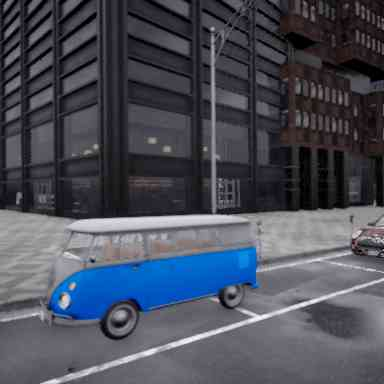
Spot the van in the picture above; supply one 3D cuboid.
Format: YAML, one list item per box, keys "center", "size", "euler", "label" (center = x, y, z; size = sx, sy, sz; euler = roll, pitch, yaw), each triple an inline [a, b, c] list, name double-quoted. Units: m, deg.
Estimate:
- center: [-0.561, 1.351, 6.262]
  size: [3.998, 1.788, 1.690]
  euler: [0, -1, -35]
  label: "van"

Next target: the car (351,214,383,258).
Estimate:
- center: [7.543, 1.480, 12.036]
  size: [4.097, 1.590, 1.967]
  euler: [0, -1, -35]
  label: "car"
